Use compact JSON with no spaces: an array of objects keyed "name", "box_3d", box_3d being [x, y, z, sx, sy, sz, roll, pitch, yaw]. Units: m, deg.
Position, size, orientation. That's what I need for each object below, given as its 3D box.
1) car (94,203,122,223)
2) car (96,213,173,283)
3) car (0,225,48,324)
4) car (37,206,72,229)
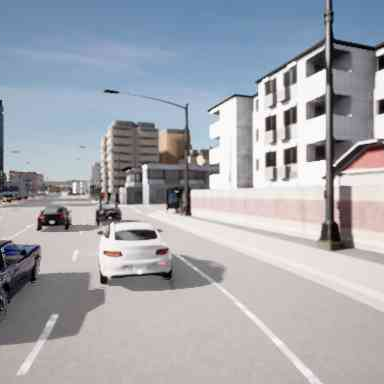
[{"name":"car","box_3d":[-6.409,1.604,25.421,2.128,1.511,4.902,0,0,-17]},{"name":"car","box_3d":[-1.776,1.566,9.822,1.812,1.442,4.674,0,0,-15]},{"name":"car","box_3d":[-4.490,1.643,6.878,1.895,1.301,4.718,0,0,-14]},{"name":"car","box_3d":[-8.977,1.637,21.933,1.812,1.442,4.674,0,0,-17]}]
